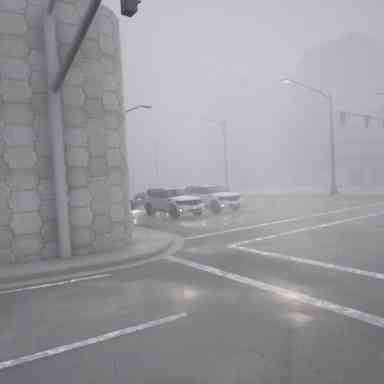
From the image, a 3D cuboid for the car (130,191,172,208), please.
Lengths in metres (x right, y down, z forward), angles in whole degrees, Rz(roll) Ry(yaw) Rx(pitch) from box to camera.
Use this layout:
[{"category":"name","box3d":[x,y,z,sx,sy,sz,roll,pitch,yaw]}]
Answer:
[{"category":"car","box3d":[-4.218,0.690,33.629,2.128,1.511,4.902,-5,3,-35]}]

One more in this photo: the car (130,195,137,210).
[{"category":"car","box3d":[-6.868,0.999,31.330,1.994,1.385,4.181,-5,3,-35]}]

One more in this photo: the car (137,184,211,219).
[{"category":"car","box3d":[-1.446,0.659,23.629,2.150,2.045,5.566,-5,3,-35]}]

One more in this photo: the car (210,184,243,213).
[{"category":"car","box3d":[1.399,0.423,25.654,2.150,2.045,5.566,-5,3,-35]}]
